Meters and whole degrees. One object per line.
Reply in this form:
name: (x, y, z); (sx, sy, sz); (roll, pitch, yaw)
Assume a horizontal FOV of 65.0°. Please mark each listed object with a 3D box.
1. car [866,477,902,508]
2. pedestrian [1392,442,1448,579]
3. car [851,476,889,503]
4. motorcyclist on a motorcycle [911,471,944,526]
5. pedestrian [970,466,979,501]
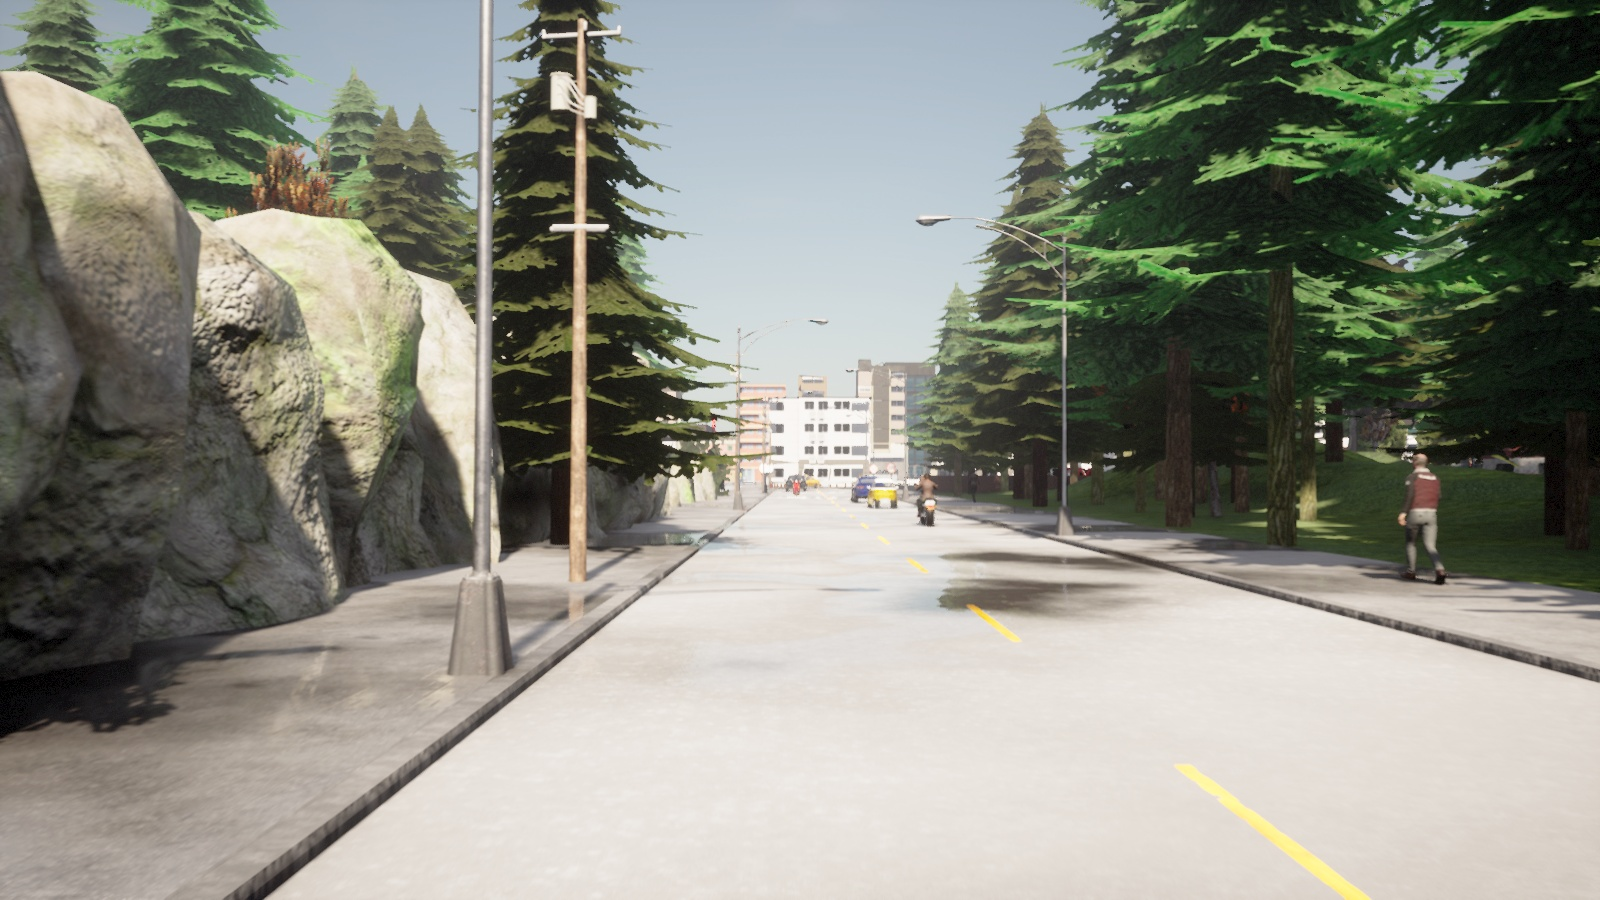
car: (3.855, 1.947, 57.834); (1.481, 1.376, 2.207); (0, 0, 0)
pedestrian: (8.558, 0.821, 17.347); (0.376, 1.854, 0.720); (0, -1, -1)
car: (3.829, 2.133, 69.229); (1.812, 1.442, 4.674); (0, -1, 0)
motorcyclist on a motorcycle: (3.903, 1.483, 38.723); (0.766, 1.649, 2.350); (0, -1, 0)
pedestrian: (9.025, 1.718, 65.052); (0.328, 1.805, 0.869); (0, -1, 0)
